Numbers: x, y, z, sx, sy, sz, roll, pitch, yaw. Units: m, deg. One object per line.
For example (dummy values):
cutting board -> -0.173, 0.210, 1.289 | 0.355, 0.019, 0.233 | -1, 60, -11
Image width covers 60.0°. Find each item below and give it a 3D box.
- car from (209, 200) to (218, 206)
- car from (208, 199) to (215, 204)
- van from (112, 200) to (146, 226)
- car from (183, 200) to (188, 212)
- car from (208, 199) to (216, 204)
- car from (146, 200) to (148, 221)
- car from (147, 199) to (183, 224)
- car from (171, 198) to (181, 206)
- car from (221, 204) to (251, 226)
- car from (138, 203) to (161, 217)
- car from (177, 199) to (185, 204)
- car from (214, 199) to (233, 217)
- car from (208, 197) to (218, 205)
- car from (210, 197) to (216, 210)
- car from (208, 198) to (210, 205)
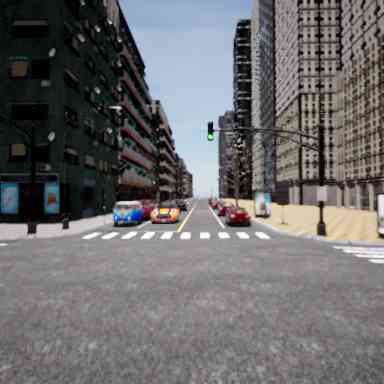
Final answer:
car -> 4.872, 2.384, 75.102 | 1.802, 1.307, 4.206 | 0, -1, 2
car -> 5.339, 2.575, 91.677 | 1.802, 1.307, 4.206 | 0, -1, 2
van -> -4.904, 1.637, 25.615 | 1.690, 1.788, 3.998 | 0, -1, 2
car -> -1.613, 1.986, 47.169 | 1.882, 1.535, 5.008 | 0, 0, 2
car -> 5.183, 2.479, 86.152 | 2.008, 1.369, 4.403 | 0, -1, 2
car -> -4.748, 1.670, 31.140 | 2.192, 1.841, 5.009 | 0, -1, 2
car -> -2.150, 1.657, 28.098 | 2.097, 1.767, 4.553 | 0, -1, 2
car -> -3.504, 2.282, 75.339 | 1.967, 1.590, 4.097 | 0, -1, 2
car -> 3.473, 1.838, 25.376 | 1.802, 1.307, 4.206 | 0, -1, 2
car -> -4.594, 1.958, 36.664 | 1.887, 1.381, 4.507 | 0, -1, 2
car -> -3.038, 2.598, 91.913 | 1.947, 1.339, 4.313 | 0, -1, 2
car -> 3.784, 1.814, 36.428 | 1.967, 1.590, 4.097 | 0, -1, 2
car -> 5.029, 2.180, 80.630 | 2.192, 1.841, 5.009 | 0, -1, 2
car -> 4.251, 1.994, 53.003 | 1.967, 1.590, 4.097 | 0, -1, 2
car -> 4.561, 2.228, 64.052 | 2.008, 1.369, 4.403 | 0, -1, 2
